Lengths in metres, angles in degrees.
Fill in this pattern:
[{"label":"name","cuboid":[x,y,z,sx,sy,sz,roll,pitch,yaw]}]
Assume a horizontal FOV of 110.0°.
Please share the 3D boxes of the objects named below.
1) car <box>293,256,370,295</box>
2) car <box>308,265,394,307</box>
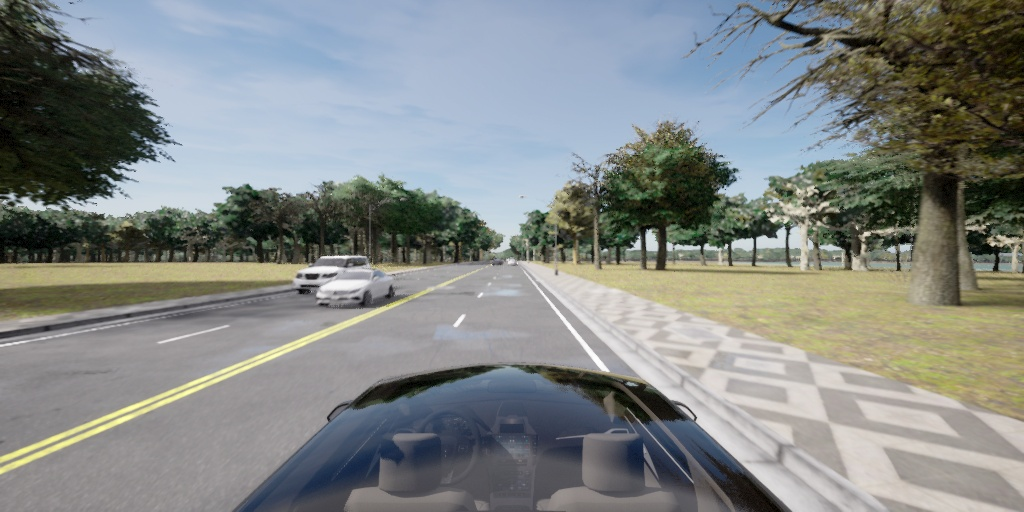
[{"label":"car","cuboid":[-9.802,0.985,20.227,2.150,2.045,5.566,0,0,0]},{"label":"car","cuboid":[-6.578,1.282,15.657,1.812,1.442,4.674,0,0,0]}]
